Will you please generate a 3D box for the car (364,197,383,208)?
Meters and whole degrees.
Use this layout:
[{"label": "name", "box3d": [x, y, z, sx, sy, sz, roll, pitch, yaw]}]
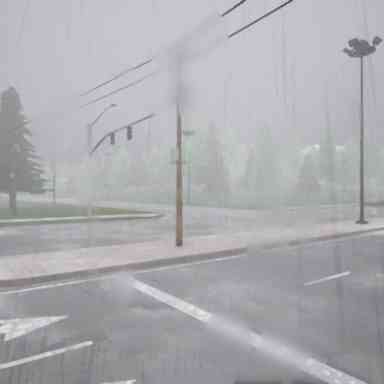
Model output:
[{"label": "car", "box3d": [26.128, 1.397, 46.868, 5.008, 1.535, 1.882, 0, 0, -35]}]
